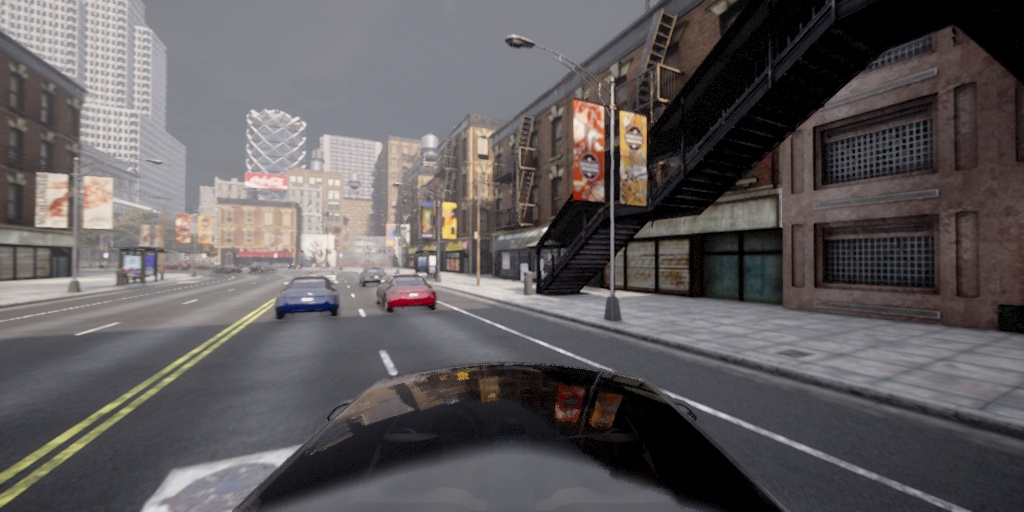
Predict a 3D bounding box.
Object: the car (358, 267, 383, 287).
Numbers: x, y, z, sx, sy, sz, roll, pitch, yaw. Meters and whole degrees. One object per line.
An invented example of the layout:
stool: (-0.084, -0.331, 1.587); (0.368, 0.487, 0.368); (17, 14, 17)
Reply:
car: (-10.843, 1.585, 27.998); (2.033, 1.411, 5.357); (0, -1, -26)

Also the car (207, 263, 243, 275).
car: (-39.016, 1.795, 49.140); (5.357, 1.411, 2.033); (0, -1, 31)

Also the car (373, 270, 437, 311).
car: (-4.615, 1.466, 15.427); (1.994, 1.385, 4.181); (0, -1, -26)

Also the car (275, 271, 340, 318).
car: (-7.733, 1.444, 13.828); (1.994, 1.385, 4.181); (0, -1, -26)

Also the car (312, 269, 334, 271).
car: (-14.295, 1.624, 27.091); (1.895, 1.301, 4.718); (0, -1, -26)

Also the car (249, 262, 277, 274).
car: (-35.227, 1.623, 50.786); (4.553, 1.767, 2.097); (-1, -1, 34)
